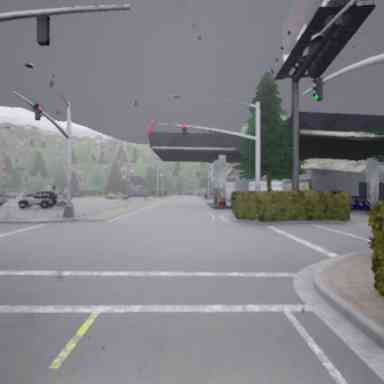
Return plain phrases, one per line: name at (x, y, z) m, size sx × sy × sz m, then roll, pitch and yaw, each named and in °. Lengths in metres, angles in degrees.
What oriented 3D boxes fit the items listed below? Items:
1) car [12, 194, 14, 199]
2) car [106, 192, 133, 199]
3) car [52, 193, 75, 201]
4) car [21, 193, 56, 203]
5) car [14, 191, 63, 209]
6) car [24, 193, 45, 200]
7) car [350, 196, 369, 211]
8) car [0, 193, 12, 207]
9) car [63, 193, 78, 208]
car at (-42.540, 0.903, 77.050) m, size 3.633 × 1.501 × 1.845 m, roll 0°, pitch 0°, yaw -1°
car at (-16.435, 0.878, 74.076) m, size 5.027 × 1.636 × 2.152 m, roll 0°, pitch 0°, yaw -1°
car at (-24.039, 0.939, 62.186) m, size 3.633 × 1.501 × 1.845 m, roll 0°, pitch 0°, yaw -1°
car at (-24.023, 0.979, 52.193) m, size 4.514 × 1.523 × 2.007 m, roll 0°, pitch 0°, yaw -1°
car at (-16.774, 0.853, 36.491) m, size 3.866 × 1.878 × 1.905 m, roll 0°, pitch 0°, yaw -1°
car at (-35.102, 0.931, 74.114) m, size 3.806 × 1.475 × 1.970 m, roll 0°, pitch 0°, yaw -1°
car at (17.230, 1.259, 36.147) m, size 2.242 × 1.667 × 4.611 m, roll 0°, pitch 0°, yaw -1°
car at (-24.661, 0.854, 39.731) m, size 4.605 × 1.855 × 1.932 m, roll 0°, pitch 0°, yaw -1°
car at (-16.182, 1.117, 39.821) m, size 3.806 × 1.475 × 1.970 m, roll 0°, pitch 0°, yaw -1°
